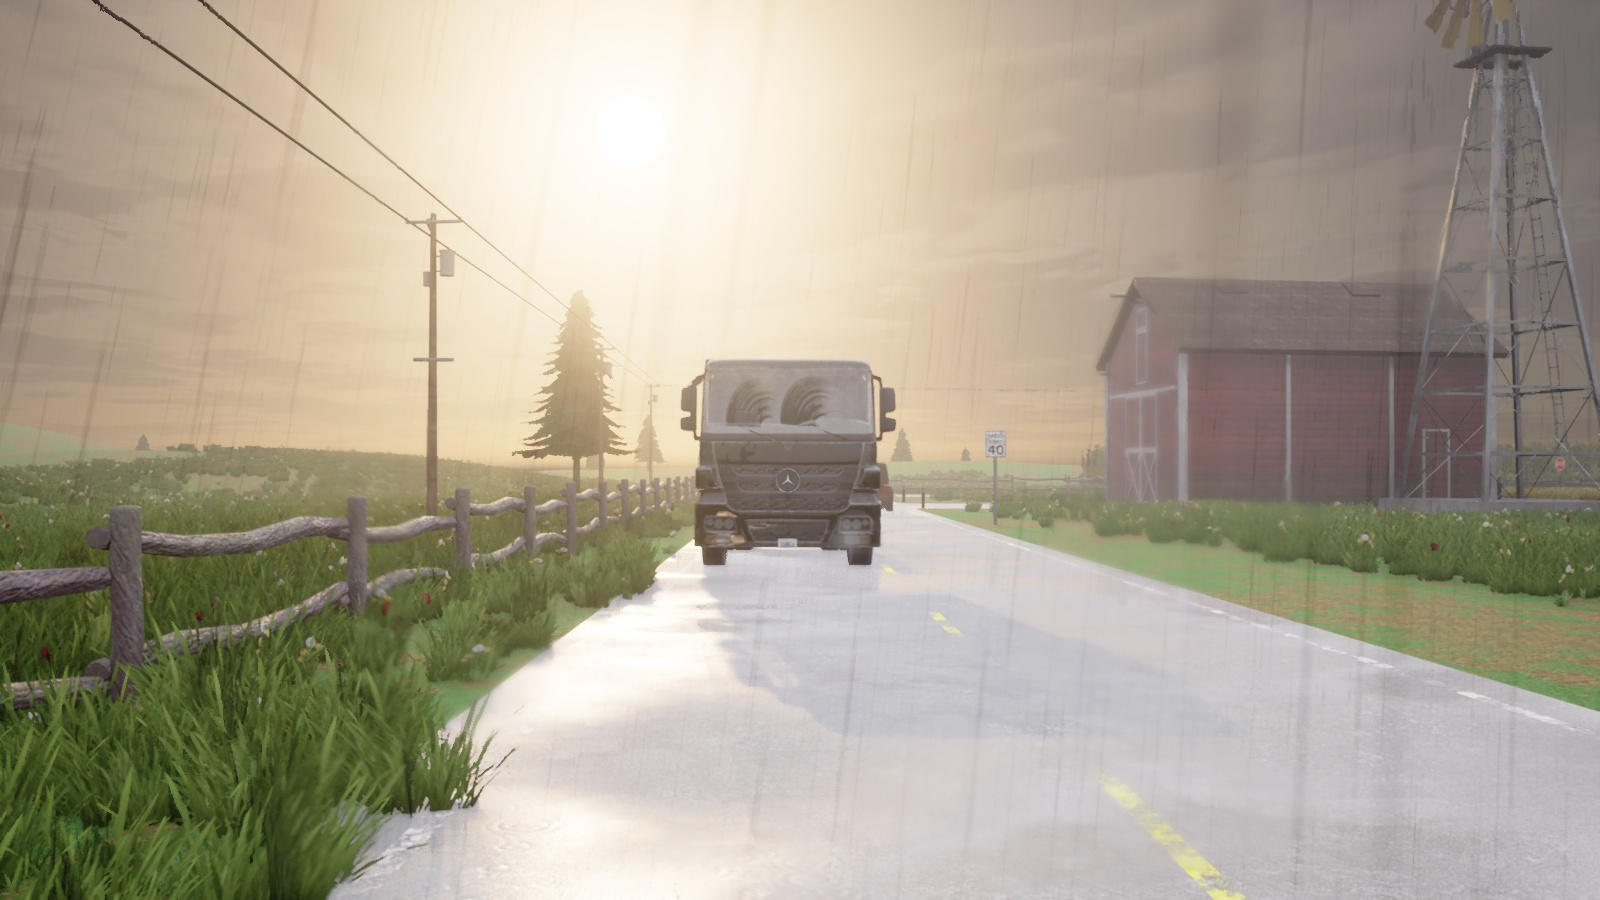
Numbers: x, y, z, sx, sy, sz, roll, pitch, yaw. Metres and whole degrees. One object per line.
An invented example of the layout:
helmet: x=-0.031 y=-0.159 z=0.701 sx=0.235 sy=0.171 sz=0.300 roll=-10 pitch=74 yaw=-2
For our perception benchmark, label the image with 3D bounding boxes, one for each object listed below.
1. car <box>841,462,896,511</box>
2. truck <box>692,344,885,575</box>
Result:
car: x=2.684 y=1.414 z=49.920 sx=1.905 sy=1.878 sz=3.866 roll=0 pitch=-1 yaw=-1
truck: x=-0.219 y=0.207 z=22.895 sx=2.891 sy=3.462 sz=7.936 roll=0 pitch=-1 yaw=-1
